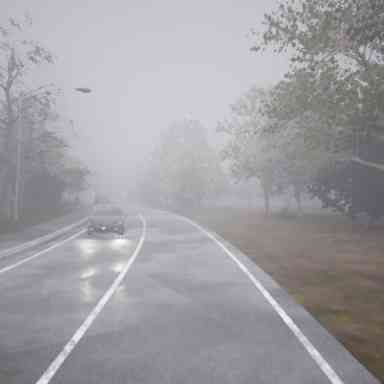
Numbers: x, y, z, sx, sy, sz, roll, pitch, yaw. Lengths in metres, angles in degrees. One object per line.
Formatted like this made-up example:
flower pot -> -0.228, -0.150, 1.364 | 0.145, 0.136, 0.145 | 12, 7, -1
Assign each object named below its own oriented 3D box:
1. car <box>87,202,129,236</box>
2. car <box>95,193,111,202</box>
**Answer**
car -> -4.639, 1.536, 18.729 | 1.837, 1.490, 4.892 | 1, 0, -7
car -> -15.953, 1.179, 59.265 | 2.150, 2.045, 5.566 | 2, -1, -23
